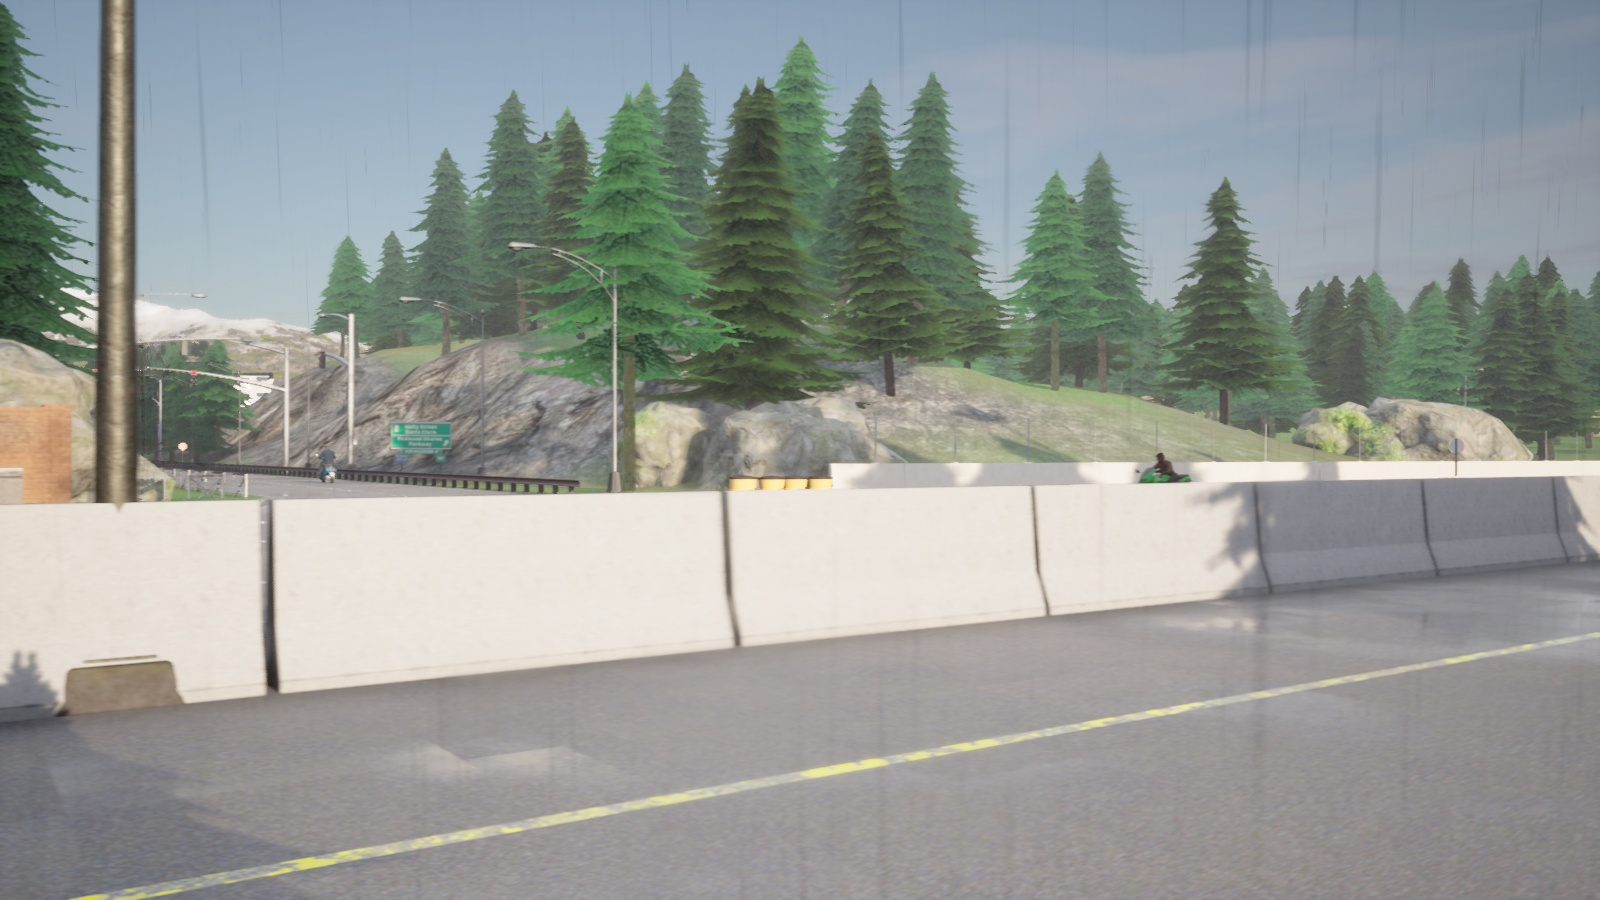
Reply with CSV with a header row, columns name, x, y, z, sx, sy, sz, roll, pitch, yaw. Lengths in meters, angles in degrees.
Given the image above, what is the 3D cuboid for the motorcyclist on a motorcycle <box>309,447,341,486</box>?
name,x,y,z,sx,sy,sz,roll,pitch,yaw
motorcyclist on a motorcycle,-19.608,0.671,51.824,0.866,1.590,1.817,0,0,-34

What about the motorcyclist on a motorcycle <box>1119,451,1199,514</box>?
name,x,y,z,sx,sy,sz,roll,pitch,yaw
motorcyclist on a motorcycle,8.931,0.785,31.200,2.044,1.523,0.797,0,0,-35
